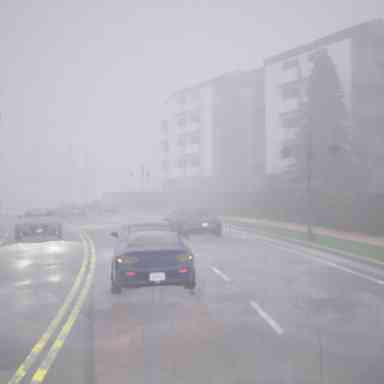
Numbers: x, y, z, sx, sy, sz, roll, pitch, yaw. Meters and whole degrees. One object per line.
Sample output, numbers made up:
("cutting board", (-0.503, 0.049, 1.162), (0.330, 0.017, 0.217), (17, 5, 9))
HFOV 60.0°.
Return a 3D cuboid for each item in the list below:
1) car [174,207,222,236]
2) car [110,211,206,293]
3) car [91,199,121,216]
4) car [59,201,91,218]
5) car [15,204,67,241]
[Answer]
("car", (-0.104, 1.445, 17.009), (1.994, 1.385, 4.181), (-1, 0, -21))
("car", (-1.134, 1.473, 8.741), (1.812, 1.442, 4.674), (0, 0, -12))
("car", (-8.620, 1.396, 31.267), (2.033, 1.411, 5.357), (-1, 0, -40))
("car", (-10.311, 1.451, 27.654), (1.994, 1.385, 4.181), (-1, 0, -37))
("car", (-7.553, 1.508, 16.454), (1.994, 1.385, 4.181), (-1, 0, -25))
